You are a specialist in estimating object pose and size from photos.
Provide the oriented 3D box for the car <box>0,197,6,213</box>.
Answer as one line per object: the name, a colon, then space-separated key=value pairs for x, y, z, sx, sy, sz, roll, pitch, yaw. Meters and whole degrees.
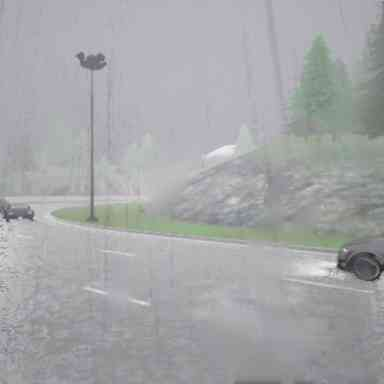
car: x=-21.559 y=1.351 z=36.865 sx=2.097 sy=1.767 sz=4.553 roll=0 pitch=0 yaw=-14

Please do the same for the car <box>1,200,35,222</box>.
car: x=-13.778 y=1.600 z=26.372 sx=1.895 sy=1.301 sz=4.718 roll=0 pitch=0 yaw=-32

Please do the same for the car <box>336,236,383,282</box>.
car: x=5.930 y=1.564 z=8.360 sx=4.181 sy=1.385 sz=1.994 roll=0 pitch=0 yaw=35
